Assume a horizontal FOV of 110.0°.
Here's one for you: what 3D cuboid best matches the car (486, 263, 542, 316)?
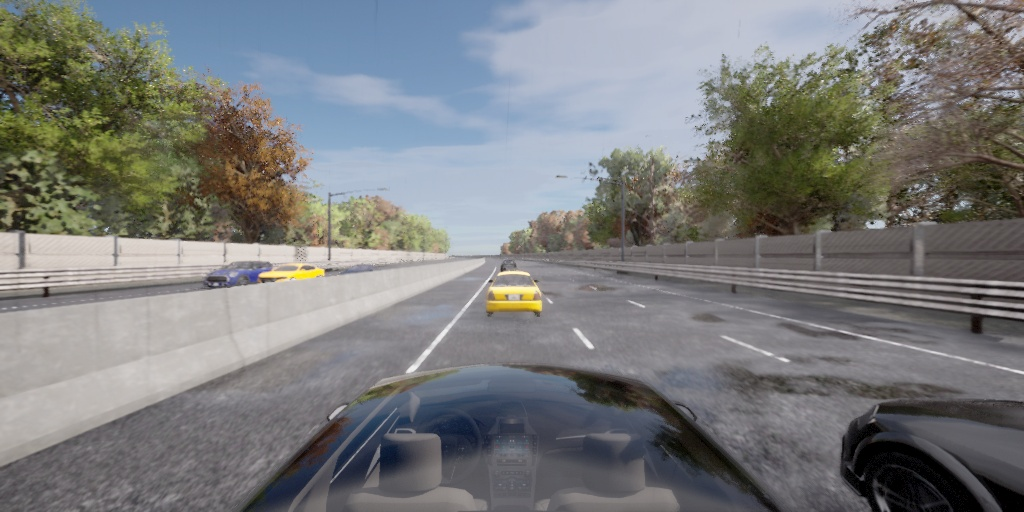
[{"bbox_3d":[0.049,1.210,13.236,1.801,1.575,5.366,0,0,0],"label":"car"}]

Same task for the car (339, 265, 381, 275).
[{"bbox_3d":[-10.680,1.323,25.502,1.994,1.385,4.181,0,0,-1],"label":"car"}]

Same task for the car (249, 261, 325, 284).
[{"bbox_3d":[-14.175,1.235,23.328,1.882,1.535,5.008,0,0,0],"label":"car"}]

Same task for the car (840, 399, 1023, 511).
[{"bbox_3d":[3.591,1.313,1.077,1.994,1.385,4.181,0,0,0],"label":"car"}]

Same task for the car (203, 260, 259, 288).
[{"bbox_3d":[-17.677,1.110,23.646,2.097,1.767,4.553,0,0,0],"label":"car"}]

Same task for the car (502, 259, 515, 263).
[{"bbox_3d":[-0.433,1.194,44.201,2.033,1.649,4.856,0,0,-1],"label":"car"}]
